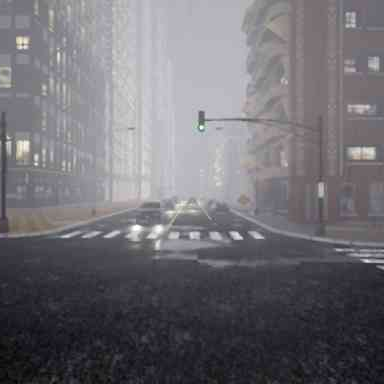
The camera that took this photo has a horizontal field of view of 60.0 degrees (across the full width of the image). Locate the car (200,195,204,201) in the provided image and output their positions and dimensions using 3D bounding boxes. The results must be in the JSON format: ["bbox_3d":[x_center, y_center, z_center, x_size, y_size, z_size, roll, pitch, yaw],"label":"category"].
[{"bbox_3d":[2.705,1.494,51.326,2.008,1.369,4.403,0,0,0],"label":"car"}]

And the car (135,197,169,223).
[{"bbox_3d":[-3.093,1.445,25.551,1.882,1.535,5.008,0,1,0],"label":"car"}]

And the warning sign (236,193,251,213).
[{"bbox_3d":[5.074,1.075,32.874,1.300,1.860,1.060,0,0,0],"label":"warning sign"}]

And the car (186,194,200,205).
[{"bbox_3d":[0.015,1.466,55.359,1.812,1.442,4.674,0,0,0],"label":"car"}]

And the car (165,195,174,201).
[{"bbox_3d":[-5.668,1.468,85.220,1.887,1.381,4.507,0,0,0],"label":"car"}]

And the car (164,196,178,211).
[{"bbox_3d":[-3.080,1.517,40.311,1.994,1.385,4.181,0,0,0],"label":"car"}]

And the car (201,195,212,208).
[{"bbox_3d":[2.703,1.499,45.677,2.008,1.369,4.403,0,0,0],"label":"car"}]

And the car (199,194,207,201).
[{"bbox_3d":[2.712,1.363,85.217,1.967,1.590,4.097,0,0,0],"label":"car"}]

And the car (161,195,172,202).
[{"bbox_3d":[-5.670,1.479,73.922,2.008,1.369,4.403,0,0,0],"label":"car"}]

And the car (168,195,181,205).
[{"bbox_3d":[-2.987,1.461,59.413,1.837,1.490,4.892,0,0,0],"label":"car"}]

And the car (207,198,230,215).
[{"bbox_3d":[2.750,1.542,32.760,1.802,1.307,4.206,0,0,0],"label":"car"}]
